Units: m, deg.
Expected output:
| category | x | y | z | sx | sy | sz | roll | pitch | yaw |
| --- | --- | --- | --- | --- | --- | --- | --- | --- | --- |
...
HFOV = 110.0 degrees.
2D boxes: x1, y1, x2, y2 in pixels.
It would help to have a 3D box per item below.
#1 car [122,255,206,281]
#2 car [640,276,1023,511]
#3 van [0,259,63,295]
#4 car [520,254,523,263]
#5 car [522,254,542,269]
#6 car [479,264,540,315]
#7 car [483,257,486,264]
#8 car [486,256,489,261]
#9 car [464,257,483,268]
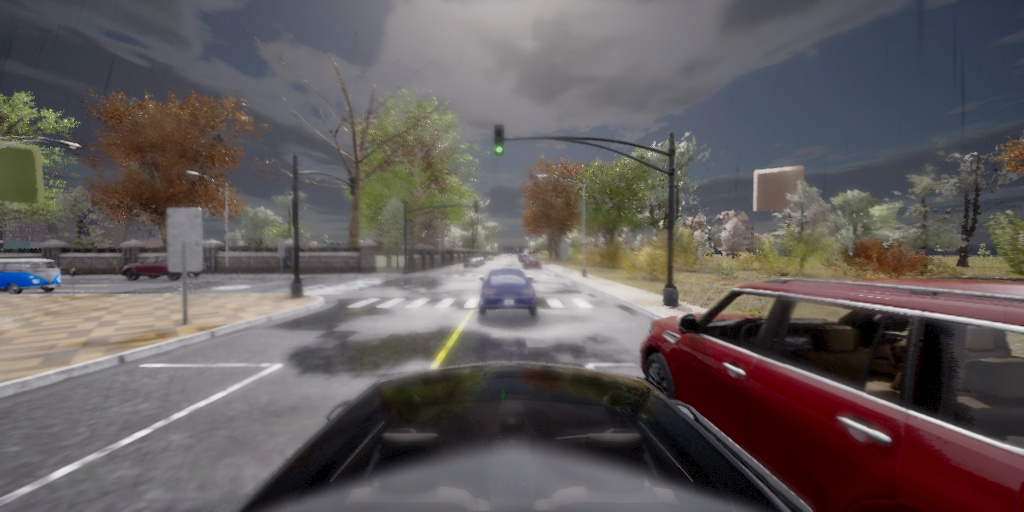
| category | x | y | z | sx | sy | sz | roll | pitch | yaw |
| --- | --- | --- | --- | --- | --- | --- | --- | --- | --- |
| car | -25.672 | 0.834 | 26.642 | 5.009 | 1.841 | 2.192 | 0 | 0 | -1 |
| car | 2.694 | 1.056 | 2.708 | 2.192 | 1.841 | 5.009 | 0 | 0 | 0 |
| van | -25.822 | 1.039 | 18.470 | 3.998 | 1.789 | 1.690 | 0 | 0 | -1 |
| car | 2.566 | 0.829 | 53.341 | 1.888 | 1.381 | 4.507 | 0 | 0 | 0 |
| car | 2.621 | 0.802 | 44.641 | 1.967 | 1.591 | 4.097 | 0 | 0 | 0 |
| car | -0.201 | 1.175 | 12.850 | 1.812 | 1.442 | 4.674 | 0 | 0 | -3 |
| car | -5.315 | 0.850 | 53.345 | 1.948 | 1.339 | 4.313 | 0 | 0 | 0 |
| car | -5.315 | 0.799 | 59.033 | 1.948 | 1.339 | 4.313 | 0 | 0 | 0 |
| car | -5.317 | 0.901 | 47.658 | 1.948 | 1.339 | 4.313 | 0 | 0 | 0 |
